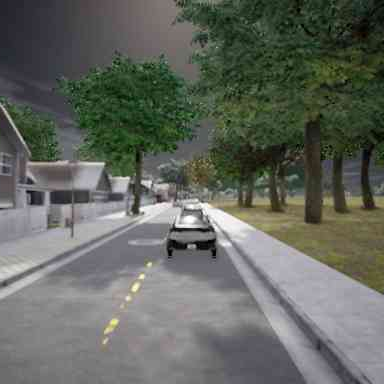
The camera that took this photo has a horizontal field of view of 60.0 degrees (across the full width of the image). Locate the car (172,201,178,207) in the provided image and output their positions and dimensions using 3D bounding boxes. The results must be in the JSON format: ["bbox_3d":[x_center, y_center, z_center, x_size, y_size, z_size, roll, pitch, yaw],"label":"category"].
[{"bbox_3d":[-2.803,2.310,64.599,1.895,1.301,4.718,0,-1,1],"label":"car"}]

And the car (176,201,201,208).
[{"bbox_3d":[0.005,1.794,28.535,2.128,1.511,4.902,0,0,0],"label":"car"}]

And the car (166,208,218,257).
[{"bbox_3d":[0.013,1.632,13.532,2.128,1.511,4.902,0,0,0],"label":"car"}]
